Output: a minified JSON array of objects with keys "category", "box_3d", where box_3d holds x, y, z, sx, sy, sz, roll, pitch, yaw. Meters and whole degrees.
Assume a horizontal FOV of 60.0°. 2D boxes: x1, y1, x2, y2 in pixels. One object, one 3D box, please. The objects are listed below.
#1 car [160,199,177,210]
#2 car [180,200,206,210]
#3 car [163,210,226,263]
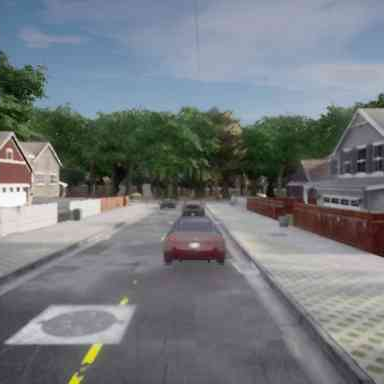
[{"category":"car","box_3d":[-2.829,1.490,40.144,1.895,1.301,4.718,0,0,0]},{"category":"car","box_3d":[0.089,1.432,27.711,1.837,1.490,4.892,0,0,0]},{"category":"car","box_3d":[0.084,1.535,11.801,1.994,1.385,4.181,0,0,0]}]
